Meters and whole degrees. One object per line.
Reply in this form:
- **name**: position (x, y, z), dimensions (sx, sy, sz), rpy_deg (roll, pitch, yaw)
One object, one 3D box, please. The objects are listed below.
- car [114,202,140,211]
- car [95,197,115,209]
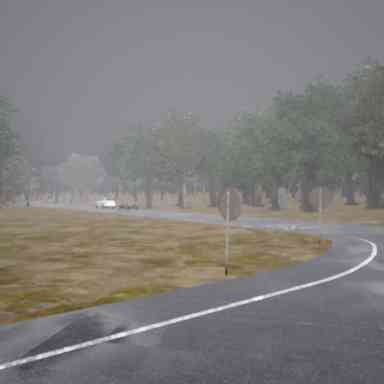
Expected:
- **car**: position (-9.995, 2.204, 51.947), dimensions (1.895, 1.301, 4.718), rpy_deg (2, -2, -34)
- **car**: position (-15.700, 1.989, 60.251), dimensions (2.150, 2.045, 5.566), rpy_deg (2, -2, -34)
